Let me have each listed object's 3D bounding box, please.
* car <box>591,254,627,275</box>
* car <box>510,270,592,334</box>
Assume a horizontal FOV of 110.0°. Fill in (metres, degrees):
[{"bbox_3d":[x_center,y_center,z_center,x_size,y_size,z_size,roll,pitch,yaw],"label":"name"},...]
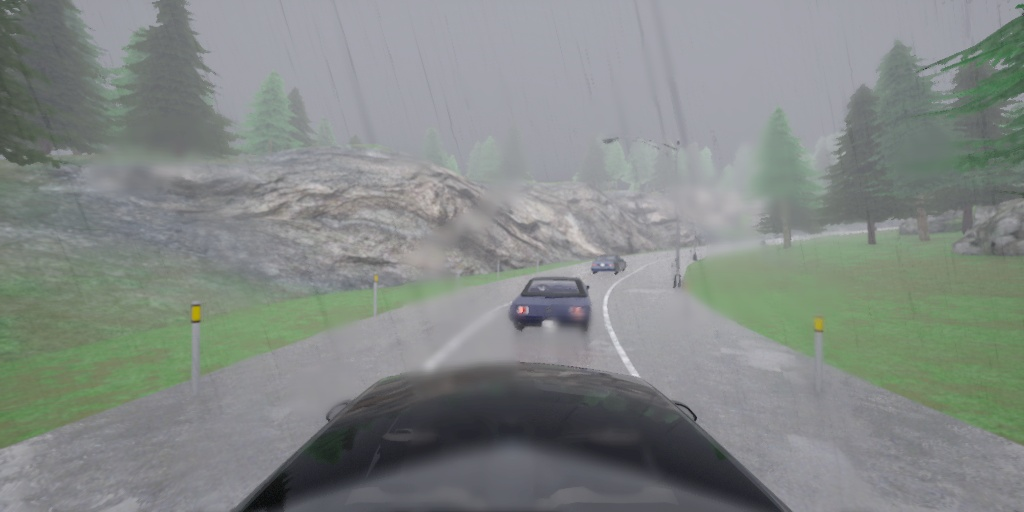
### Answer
[{"bbox_3d":[7.384,0.579,27.097,2.033,1.411,5.357,0,2,26],"label":"car"},{"bbox_3d":[1.269,1.216,10.265,1.895,1.301,4.718,0,1,11],"label":"car"}]
